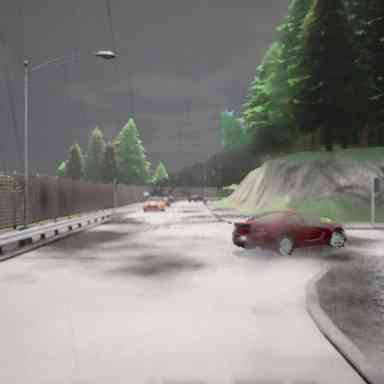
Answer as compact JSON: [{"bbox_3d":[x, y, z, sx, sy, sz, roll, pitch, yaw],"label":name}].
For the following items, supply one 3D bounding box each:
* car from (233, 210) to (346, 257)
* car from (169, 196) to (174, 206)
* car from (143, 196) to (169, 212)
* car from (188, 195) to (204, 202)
[{"bbox_3d":[3.869,1.444,12.909,5.008,1.535,1.882,0,-2,-33],"label":"car"},{"bbox_3d":[-4.067,1.403,47.666,1.812,1.442,4.674,0,0,0],"label":"car"},{"bbox_3d":[-4.081,1.257,36.597,2.097,1.767,4.553,0,0,0],"label":"car"},{"bbox_3d":[0.863,1.331,67.426,1.837,1.490,4.892,0,0,26],"label":"car"}]
